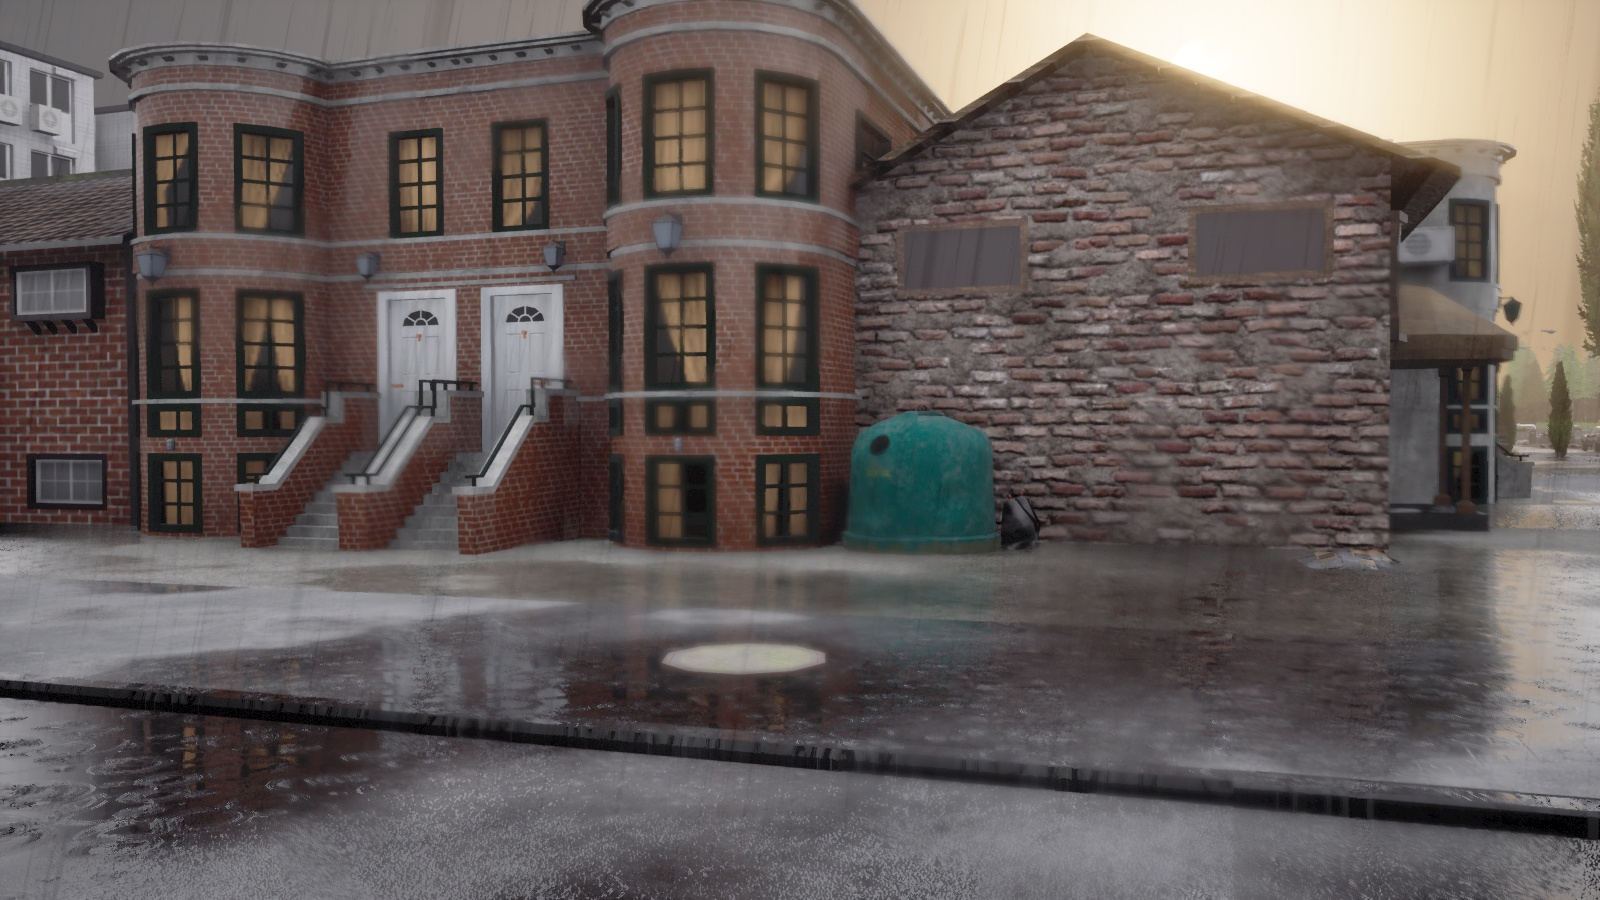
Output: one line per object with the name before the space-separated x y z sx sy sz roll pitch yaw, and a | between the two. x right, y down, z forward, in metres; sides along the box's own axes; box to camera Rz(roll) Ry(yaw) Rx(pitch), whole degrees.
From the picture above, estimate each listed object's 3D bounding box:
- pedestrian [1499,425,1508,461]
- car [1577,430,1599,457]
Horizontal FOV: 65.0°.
pedestrian | 36.410 -0.367 64.987 0.331 1.846 0.634 1 1 23
car | 51.279 -0.414 79.766 2.242 1.667 4.611 1 1 19
